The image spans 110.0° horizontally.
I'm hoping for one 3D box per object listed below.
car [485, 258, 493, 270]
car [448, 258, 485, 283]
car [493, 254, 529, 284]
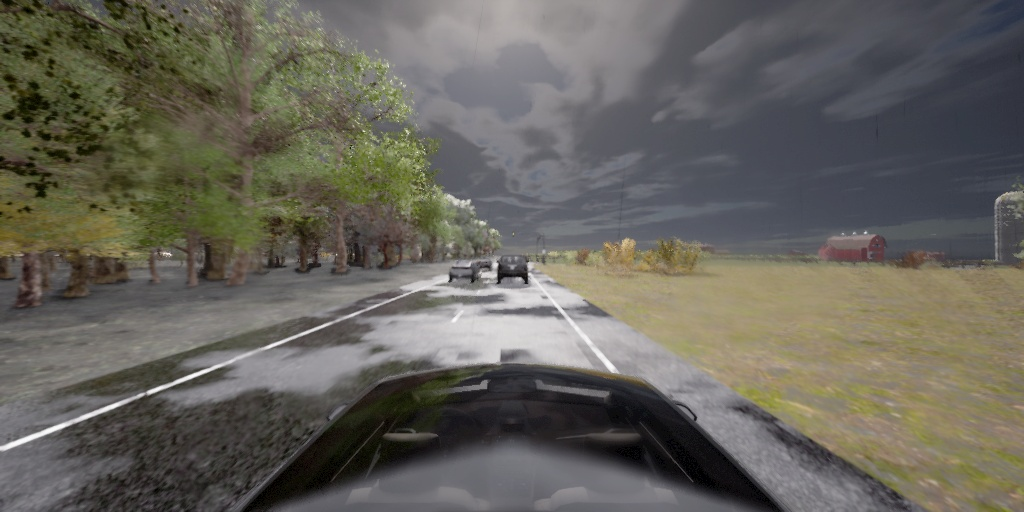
[{"bbox_3d":[-3.411,1.013,45.120,1.837,1.490,4.892,0,1,0],"label":"car"},{"bbox_3d":[-3.445,1.107,26.381,2.128,1.511,4.902,0,0,0],"label":"car"},{"bbox_3d":[0.049,0.842,25.860,2.150,2.045,5.566,0,1,1],"label":"car"}]
